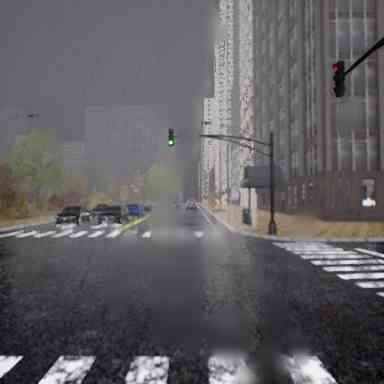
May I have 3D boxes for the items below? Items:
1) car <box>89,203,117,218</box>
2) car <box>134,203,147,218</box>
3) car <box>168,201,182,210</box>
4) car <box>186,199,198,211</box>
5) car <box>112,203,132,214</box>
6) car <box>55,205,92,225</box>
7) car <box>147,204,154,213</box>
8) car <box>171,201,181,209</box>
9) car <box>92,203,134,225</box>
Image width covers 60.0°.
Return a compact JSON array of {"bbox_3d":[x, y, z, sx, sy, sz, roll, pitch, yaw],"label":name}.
[{"bbox_3d":[-9.873,2.052,37.284,1.837,1.490,4.892,0,-1,0],"label":"car"},{"bbox_3d":[-6.625,2.029,37.530,1.882,1.535,5.008,0,-1,0],"label":"car"},{"bbox_3d":[-3.194,2.402,58.184,2.128,1.511,4.902,0,-1,0],"label":"car"},{"bbox_3d":[-0.042,2.432,56.779,2.033,1.411,5.357,0,-1,0],"label":"car"},{"bbox_3d":[-9.877,2.314,47.212,1.895,1.301,4.718,0,-1,0],"label":"car"},{"bbox_3d":[-9.866,1.908,28.103,1.837,1.490,4.892,0,-1,0],"label":"car"},{"bbox_3d":[-6.626,2.323,47.703,1.895,1.301,4.718,0,-1,0],"label":"car"},{"bbox_3d":[-3.246,2.631,68.443,1.812,1.442,4.674,0,-1,0],"label":"car"},{"bbox_3d":[-6.586,1.913,28.457,1.837,1.490,4.892,0,-1,2],"label":"car"}]
